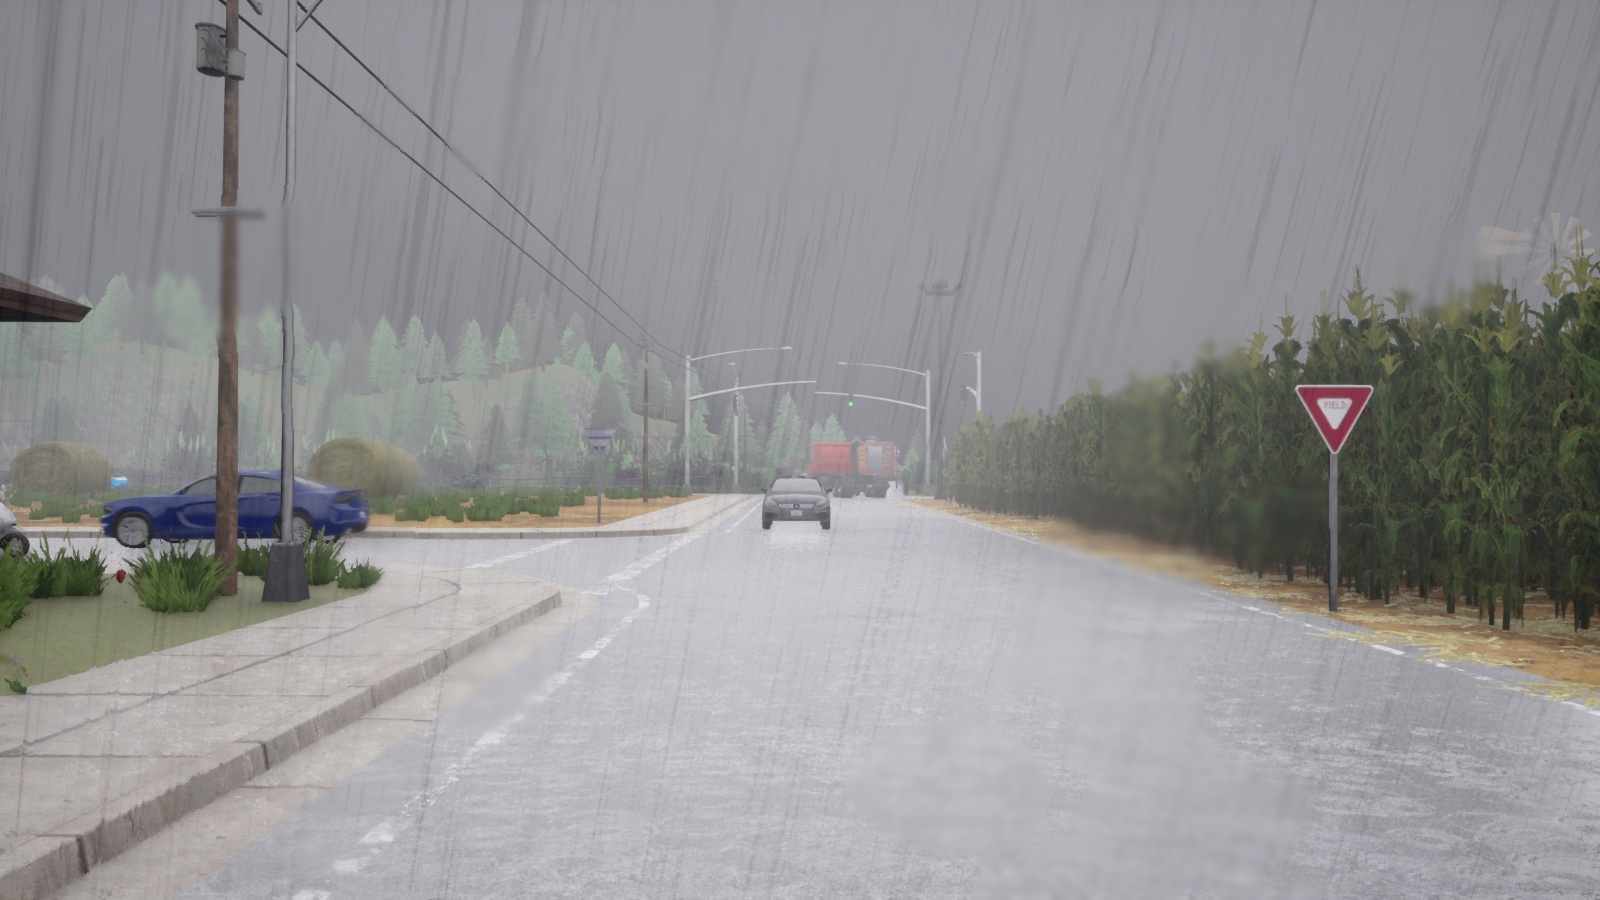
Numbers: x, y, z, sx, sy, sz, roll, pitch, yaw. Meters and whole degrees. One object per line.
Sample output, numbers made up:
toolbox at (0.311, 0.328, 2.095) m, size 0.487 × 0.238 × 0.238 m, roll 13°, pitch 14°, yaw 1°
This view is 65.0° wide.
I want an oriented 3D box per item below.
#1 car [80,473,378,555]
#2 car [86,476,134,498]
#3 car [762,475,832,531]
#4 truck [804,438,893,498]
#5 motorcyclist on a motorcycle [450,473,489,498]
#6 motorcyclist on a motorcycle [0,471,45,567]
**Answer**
car at (-11.164, 1.226, 24.814) m, size 5.008 × 1.535 × 1.882 m, roll 0°, pitch -1°, yaw -1°
car at (-43.396, 2.332, 79.016) m, size 2.207 × 1.376 × 1.481 m, roll -1°, pitch -1°, yaw 3°
car at (-0.088, 1.429, 35.107) m, size 1.812 × 1.442 × 4.674 m, roll 0°, pitch -1°, yaw 0°
truck at (2.815, 1.100, 76.364) m, size 2.891 × 3.462 × 7.936 m, roll 1°, pitch -1°, yaw -18°
motorcyclist on a motorcycle at (-20.476, 2.201, 77.891) m, size 2.191 × 1.530 × 0.866 m, roll 0°, pitch -1°, yaw 3°
motorcyclist on a motorcycle at (-13.936, 1.153, 21.232) m, size 1.817 × 1.590 × 0.866 m, roll 0°, pitch -1°, yaw -1°
